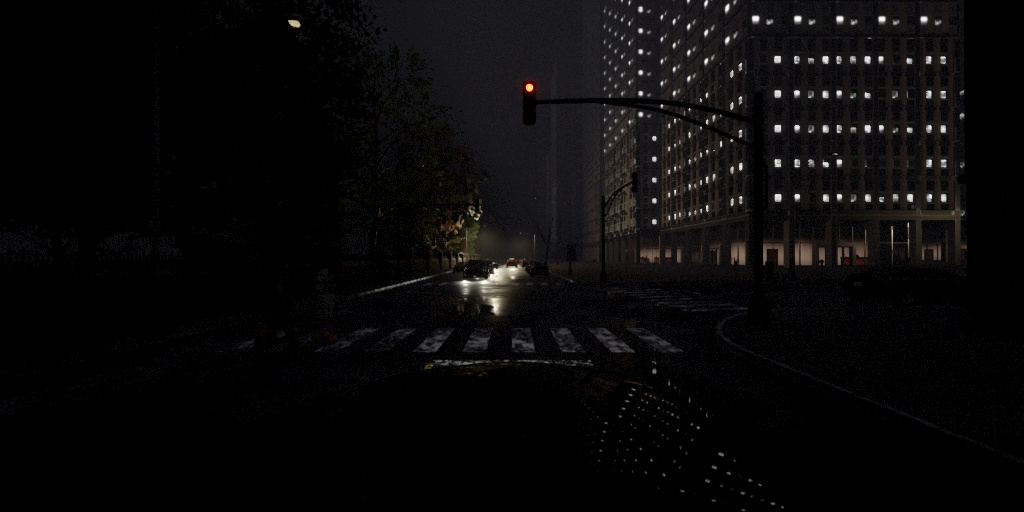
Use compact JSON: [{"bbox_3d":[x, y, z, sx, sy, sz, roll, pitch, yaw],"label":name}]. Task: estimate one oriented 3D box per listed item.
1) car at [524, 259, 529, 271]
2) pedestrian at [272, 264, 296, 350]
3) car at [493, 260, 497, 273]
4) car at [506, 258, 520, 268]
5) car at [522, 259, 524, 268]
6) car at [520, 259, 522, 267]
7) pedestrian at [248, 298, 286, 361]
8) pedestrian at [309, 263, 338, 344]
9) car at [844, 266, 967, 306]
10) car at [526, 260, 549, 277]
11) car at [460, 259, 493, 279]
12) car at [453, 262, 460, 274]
[{"bbox_3d":[2.678,1.334,41.274,1.948,1.339,4.313,0,0,0],"label":"car"},{"bbox_3d":[-4.873,1.043,7.493,0.375,1.860,0.375,0,0,0],"label":"pedestrian"},{"bbox_3d":[-3.108,1.274,42.103,1.837,1.490,4.892,0,0,0],"label":"car"},{"bbox_3d":[-0.017,1.267,62.094,1.882,1.535,5.008,0,0,0],"label":"car"},{"bbox_3d":[2.676,1.339,46.907,1.948,1.339,4.313,0,0,0],"label":"car"},{"bbox_3d":[2.673,1.337,63.804,1.888,1.381,4.507,0,0,0],"label":"car"},{"bbox_3d":[-4.736,1.424,6.782,0.500,1.100,0.500,0,0,0],"label":"pedestrian"},{"bbox_3d":[-4.287,1.043,8.197,0.375,1.860,0.375,0,0,0],"label":"pedestrian"},{"bbox_3d":[14.681,1.026,13.062,4.313,1.339,1.948,0,0,0],"label":"car"},{"bbox_3d":[2.679,1.330,35.642,1.948,1.339,4.313,0,0,0],"label":"car"},{"bbox_3d":[-3.105,1.114,32.124,2.097,1.767,4.553,0,0,0],"label":"car"},{"bbox_3d":[-5.703,1.350,41.272,1.802,1.307,4.207,0,0,0],"label":"car"}]
